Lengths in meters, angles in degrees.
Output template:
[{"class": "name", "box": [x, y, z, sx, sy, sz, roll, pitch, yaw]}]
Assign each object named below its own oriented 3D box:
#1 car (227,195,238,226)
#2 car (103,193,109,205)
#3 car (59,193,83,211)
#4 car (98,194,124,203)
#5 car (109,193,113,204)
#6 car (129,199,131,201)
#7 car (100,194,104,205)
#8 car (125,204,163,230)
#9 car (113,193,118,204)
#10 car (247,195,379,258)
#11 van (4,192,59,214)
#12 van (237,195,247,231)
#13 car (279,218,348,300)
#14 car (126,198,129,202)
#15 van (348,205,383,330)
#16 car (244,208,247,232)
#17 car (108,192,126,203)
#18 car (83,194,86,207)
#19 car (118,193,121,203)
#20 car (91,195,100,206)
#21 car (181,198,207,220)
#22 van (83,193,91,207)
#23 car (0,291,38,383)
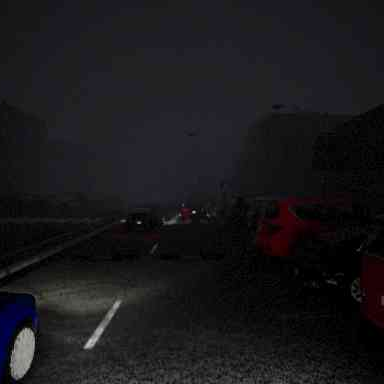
[{"class": "car", "box": [4.766, 1.183, 18.548, 5.566, 2.045, 2.435, 0, 0, 0]}, {"class": "car", "box": [-15.929, 1.307, 51.465, 4.892, 1.521, 2.231, 0, 0, 0]}, {"class": "car", "box": [-15.860, 1.069, 37.682, 5.566, 2.045, 2.435, 0, 0, 0]}, {"class": "car", "box": [-15.923, 1.256, 65.246, 4.553, 1.767, 2.185, 0, 0, 0]}, {"class": "car", "box": [-15.934, 1.315, 54.222, 4.892, 1.521, 2.231, 0, 0, 0]}, {"class": "car", "box": [-15.782, 1.435, 70.758, 5.366, 1.575, 1.946, 0, -1, 0]}, {"class": "car", "box": [-15.886, 1.331, 48.709, 4.792, 1.488, 2.163, 0, 0, 0]}, {"class": "car", "box": [-2.871, 1.470, 20.354, 1.812, 1.442, 4.674, 0, 0, 0]}, {"class": "car", "box": [-15.930, 1.326, 56.978, 5.008, 1.535, 2.097, 0, 0, 0]}, {"class": "car", "box": [4.747, 1.214, 10.212, 5.566, 2.045, 2.435, 0, 0, 0]}, {"class": "van", "box": [-15.759, 1.126, 32.171, 4.442, 1.987, 1.878, 0, 0, 0]}, {"class": "van", "box": [4.613, 1.221, 15.771, 4.442, 1.987, 1.878, 0, 0, 0]}, {"class": "car", "box": [4.707, 1.474, 7.312, 4.892, 1.521, 2.231, 0, 0, 0]}, {"class": "car", "box": [-15.965, 1.448, 68.000, 4.674, 1.452, 2.002, 0, 0, 0]}, {"class": "van", "box": [4.829, 1.252, 4.529, 4.442, 1.987, 1.878, 0, 0, 0]}, {"class": "car", "box": [4.696, 1.487, 12.866, 4.792, 1.488, 2.163, 0, 0, 0]}, {"class": "car", "box": [-15.978, 1.108, 62.492, 5.566, 2.045, 2.435, 0, 0, 0]}, {"class": "car", "box": [-15.899, 1.351, 40.442, 4.674, 1.452, 2.002, 0, 0, 0]}, {"class": "car", "box": [-15.947, 1.341, 59.734, 5.008, 1.535, 2.097, 0, 0, 0]}, {"class": "car", "box": [-15.915, 1.301, 45.954, 5.008, 1.535, 2.097, 0, 0, 0]}, {"class": "car", "box": [0.161, 1.470, 27.039, 1.994, 1.385, 4.181, 0, 0, 0]}, {"class": "van", "box": [-16.018, 1.078, 43.318, 4.442, 1.987, 1.878, 0, 0, 0]}, {"class": "car", "box": [-2.898, 1.476, 2.286, 1.882, 1.535, 5.008, 0, 0, 0]}]
